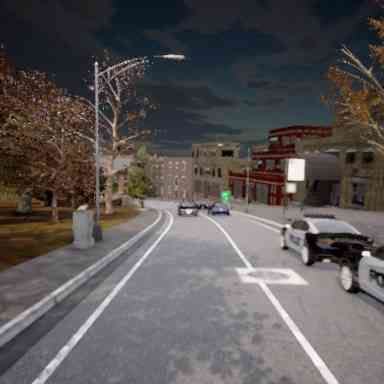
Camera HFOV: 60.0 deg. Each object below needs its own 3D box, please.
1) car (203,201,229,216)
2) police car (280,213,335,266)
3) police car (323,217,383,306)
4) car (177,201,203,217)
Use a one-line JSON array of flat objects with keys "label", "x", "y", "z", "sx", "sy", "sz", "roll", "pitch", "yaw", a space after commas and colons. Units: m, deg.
[{"label": "car", "x": 2.837, "y": 1.837, "z": 36.949, "sx": 1.994, "sy": 1.385, "sz": 4.181, "roll": 1, "pitch": 0, "yaw": -7}, {"label": "police car", "x": 4.661, "y": 1.615, "z": 12.437, "sx": 1.930, "sy": 1.638, "sz": 5.238, "roll": 1, "pitch": 0, "yaw": 1}, {"label": "police car", "x": 4.567, "y": 1.577, "z": 6.408, "sx": 1.930, "sy": 1.638, "sz": 5.238, "roll": 1, "pitch": 0, "yaw": 1}, {"label": "car", "x": -0.503, "y": 1.701, "z": 33.690, "sx": 2.128, "sy": 1.511, "sz": 4.902, "roll": 1, "pitch": 0, "yaw": -5}]
